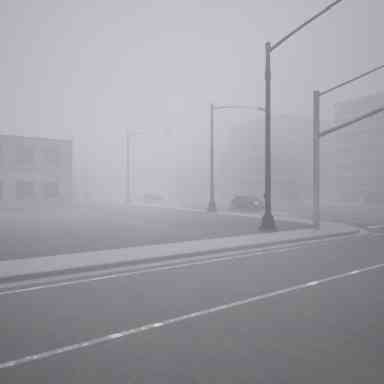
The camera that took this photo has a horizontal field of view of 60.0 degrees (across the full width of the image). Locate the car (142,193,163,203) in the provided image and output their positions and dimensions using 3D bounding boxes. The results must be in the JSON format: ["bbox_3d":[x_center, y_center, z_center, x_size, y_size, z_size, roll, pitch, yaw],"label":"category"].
[{"bbox_3d":[-6.479,0.885,54.682,1.882,1.535,5.008,0,1,-34],"label":"car"}]

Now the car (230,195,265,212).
[{"bbox_3d":[6.216,1.149,36.122,2.097,1.767,4.553,0,1,-34],"label":"car"}]
